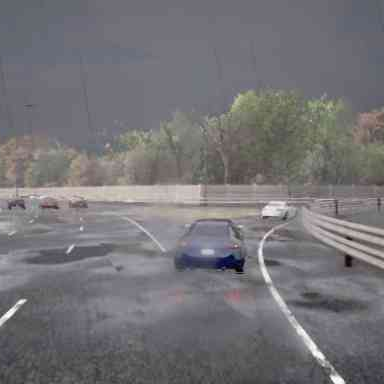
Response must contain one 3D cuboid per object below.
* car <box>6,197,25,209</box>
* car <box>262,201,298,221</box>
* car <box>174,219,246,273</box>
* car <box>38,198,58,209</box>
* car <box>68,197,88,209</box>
[{"bbox_3d":[-23.076,1.402,43.617,1.837,1.490,4.892,0,0,-32],"label":"car"},{"bbox_3d":[7.125,1.461,26.794,1.812,1.442,4.674,0,0,33],"label":"car"},{"bbox_3d":[0.705,1.538,10.706,1.994,1.385,4.181,0,0,8],"label":"car"},{"bbox_3d":[-18.640,1.462,43.016,1.994,1.385,4.181,0,0,-30],"label":"car"},{"bbox_3d":[-15.031,1.421,43.785,1.812,1.442,4.674,0,0,-29],"label":"car"}]
